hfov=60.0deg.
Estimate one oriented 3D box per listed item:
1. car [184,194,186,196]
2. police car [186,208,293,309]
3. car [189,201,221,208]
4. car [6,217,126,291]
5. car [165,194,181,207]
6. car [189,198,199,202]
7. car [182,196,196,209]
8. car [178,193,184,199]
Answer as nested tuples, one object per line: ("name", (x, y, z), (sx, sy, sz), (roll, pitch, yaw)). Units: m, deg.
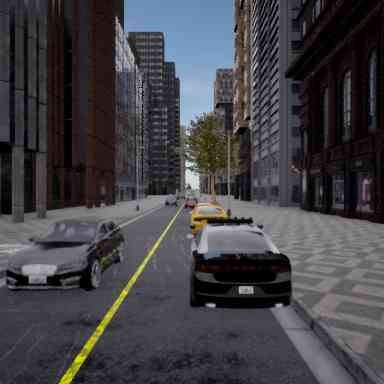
("car", (-0.008, 1.476, 58.558), (1.882, 1.535, 5.008), (0, 0, 0))
("police car", (0.899, 1.425, 8.115), (1.930, 1.638, 5.238), (0, 0, 0))
("car", (0.897, 1.478, 18.005), (1.882, 1.535, 5.008), (0, 0, 0))
("car", (-3.100, 1.491, 9.124), (2.128, 1.511, 4.902), (0, 0, 0))
("car", (-3.101, 1.503, 50.468), (1.837, 1.490, 4.892), (0, 0, 0))
("car", (0.896, 1.455, 24.196), (1.801, 1.575, 5.366), (0, 0, 0))
("car", (0.013, 1.563, 45.951), (1.994, 1.385, 4.181), (0, 0, 1))
("car", (-3.012, 1.212, 94.920), (2.150, 2.045, 5.566), (0, 0, 0))
